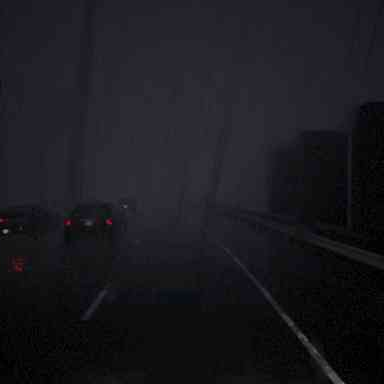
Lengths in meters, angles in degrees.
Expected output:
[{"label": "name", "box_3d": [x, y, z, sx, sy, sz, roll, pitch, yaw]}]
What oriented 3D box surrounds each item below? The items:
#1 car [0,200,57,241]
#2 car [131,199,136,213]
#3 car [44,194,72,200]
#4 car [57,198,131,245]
[{"label": "car", "box_3d": [-7.763, 1.370, 15.986, 2.128, 1.511, 4.902, 0, 0, -5]}, {"label": "car", "box_3d": [-6.492, 1.307, 32.710, 1.994, 1.385, 4.181, 0, 0, -10]}, {"label": "car", "box_3d": [-13.667, 1.225, 33.086, 1.882, 1.535, 5.008, 0, 0, -11]}, {"label": "car", "box_3d": [-4.190, 1.234, 15.048, 2.097, 1.767, 4.553, 0, 0, -4]}]
